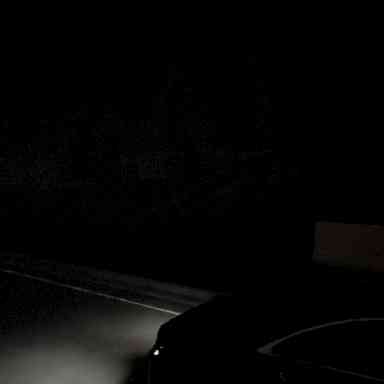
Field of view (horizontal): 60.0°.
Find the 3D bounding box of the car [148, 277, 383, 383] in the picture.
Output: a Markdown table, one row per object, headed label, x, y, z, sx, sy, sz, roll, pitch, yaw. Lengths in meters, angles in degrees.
| label | x | y | z | sx | sy | sz | roll | pitch | yaw |
| --- | --- | --- | --- | --- | --- | --- | --- | --- | --- |
| car | 1.805 | 1.503 | 2.681 | 4.892 | 1.490 | 1.837 | -1 | -1 | 35 |
